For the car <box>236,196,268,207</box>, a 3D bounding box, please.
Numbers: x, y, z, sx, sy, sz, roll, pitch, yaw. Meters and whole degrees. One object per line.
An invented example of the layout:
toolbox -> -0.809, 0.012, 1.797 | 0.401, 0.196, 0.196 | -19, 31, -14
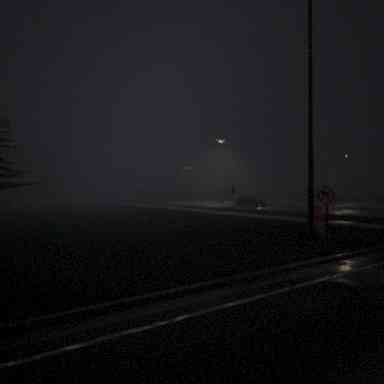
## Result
car -> 8.115, 1.288, 45.397 | 1.837, 1.490, 4.892 | 0, 0, -35
